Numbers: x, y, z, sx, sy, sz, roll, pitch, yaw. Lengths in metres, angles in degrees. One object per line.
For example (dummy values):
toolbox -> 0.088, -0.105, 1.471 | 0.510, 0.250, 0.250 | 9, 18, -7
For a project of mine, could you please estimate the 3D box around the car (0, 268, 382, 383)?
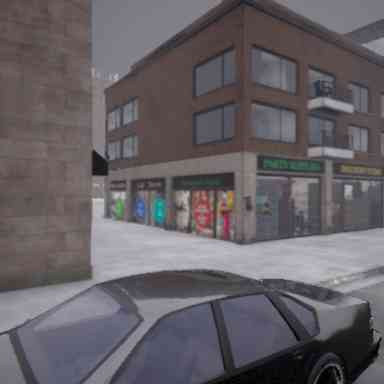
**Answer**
car -> -0.272, 1.561, 3.184 | 5.357, 1.411, 2.033 | 1, 0, -35
